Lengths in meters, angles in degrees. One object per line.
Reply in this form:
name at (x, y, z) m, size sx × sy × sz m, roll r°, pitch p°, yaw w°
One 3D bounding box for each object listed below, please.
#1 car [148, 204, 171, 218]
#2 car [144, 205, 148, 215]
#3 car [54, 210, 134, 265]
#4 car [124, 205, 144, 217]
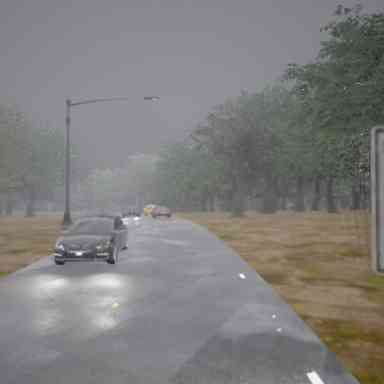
car at (-3.512, 2.207, 37.586) m, size 1.994 × 1.385 × 4.181 m, roll 0°, pitch -2°, yaw -12°
car at (-5.774, 2.511, 47.318) m, size 1.882 × 1.535 × 5.008 m, roll 0°, pitch -3°, yaw -14°
car at (-3.462, 1.609, 12.184) m, size 1.837 × 1.490 × 4.892 m, roll 0°, pitch -1°, yaw -4°
car at (-7.121, 2.263, 39.199) m, size 1.994 × 1.385 × 4.181 m, roll 1°, pitch -2°, yaw -13°
